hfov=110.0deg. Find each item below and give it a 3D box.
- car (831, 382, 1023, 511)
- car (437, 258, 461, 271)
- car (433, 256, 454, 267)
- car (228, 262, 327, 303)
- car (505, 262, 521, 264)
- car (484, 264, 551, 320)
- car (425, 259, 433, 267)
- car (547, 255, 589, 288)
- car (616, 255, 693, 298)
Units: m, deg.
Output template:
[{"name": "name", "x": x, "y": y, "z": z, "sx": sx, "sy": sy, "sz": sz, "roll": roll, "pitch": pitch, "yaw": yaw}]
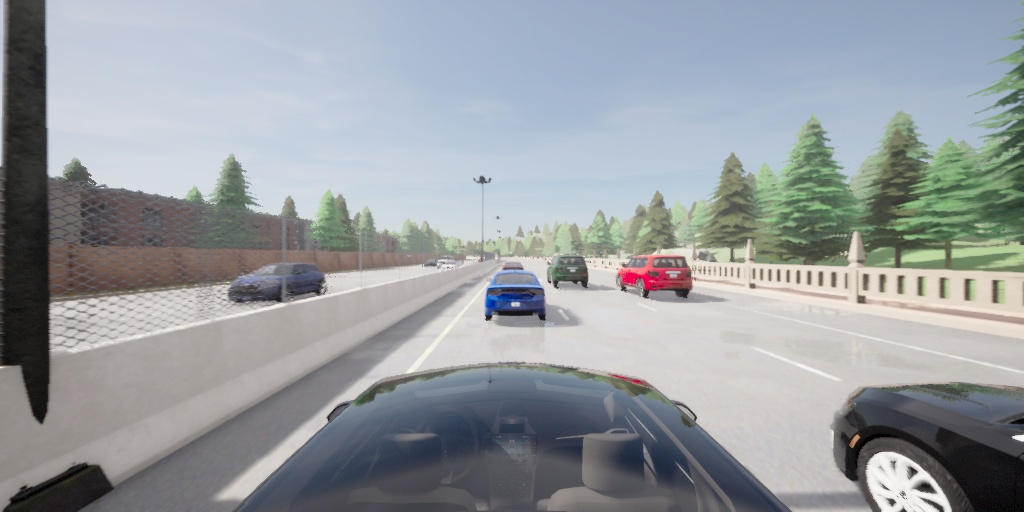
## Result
[{"name": "car", "x": 3.585, "y": 1.255, "z": 0.974, "sx": 1.837, "sy": 1.490, "sz": 4.892, "roll": 0, "pitch": 0, "yaw": 0}, {"name": "car", "x": -7.083, "y": 1.263, "z": 41.963, "sx": 1.812, "sy": 1.442, "sz": 4.674, "roll": 0, "pitch": 0, "yaw": 0}, {"name": "car", "x": -10.548, "y": 0.954, "z": 57.721, "sx": 2.150, "sy": 2.045, "sz": 5.566, "roll": 0, "pitch": 0, "yaw": 1}, {"name": "car", "x": -10.597, "y": 1.098, "z": 16.598, "sx": 2.097, "sy": 1.767, "sz": 4.553, "roll": 0, "pitch": 0, "yaw": 0}, {"name": "car", "x": 0.104, "y": 1.219, "z": 31.047, "sx": 1.882, "sy": 1.535, "sz": 5.008, "roll": 0, "pitch": 0, "yaw": 0}, {"name": "car", "x": 0.099, "y": 1.223, "z": 12.678, "sx": 1.882, "sy": 1.535, "sz": 5.008, "roll": 0, "pitch": 0, "yaw": 0}, {"name": "car", "x": -14.010, "y": 1.209, "z": 63.311, "sx": 1.882, "sy": 1.535, "sz": 5.008, "roll": 0, "pitch": 0, "yaw": 0}, {"name": "car", "x": 3.603, "y": 0.965, "z": 23.891, "sx": 2.150, "sy": 2.045, "sz": 5.566, "roll": 0, "pitch": 0, "yaw": 0}, {"name": "car", "x": 7.102, "y": 0.966, "z": 18.442, "sx": 2.150, "sy": 2.045, "sz": 5.566, "roll": 0, "pitch": 0, "yaw": 0}]
